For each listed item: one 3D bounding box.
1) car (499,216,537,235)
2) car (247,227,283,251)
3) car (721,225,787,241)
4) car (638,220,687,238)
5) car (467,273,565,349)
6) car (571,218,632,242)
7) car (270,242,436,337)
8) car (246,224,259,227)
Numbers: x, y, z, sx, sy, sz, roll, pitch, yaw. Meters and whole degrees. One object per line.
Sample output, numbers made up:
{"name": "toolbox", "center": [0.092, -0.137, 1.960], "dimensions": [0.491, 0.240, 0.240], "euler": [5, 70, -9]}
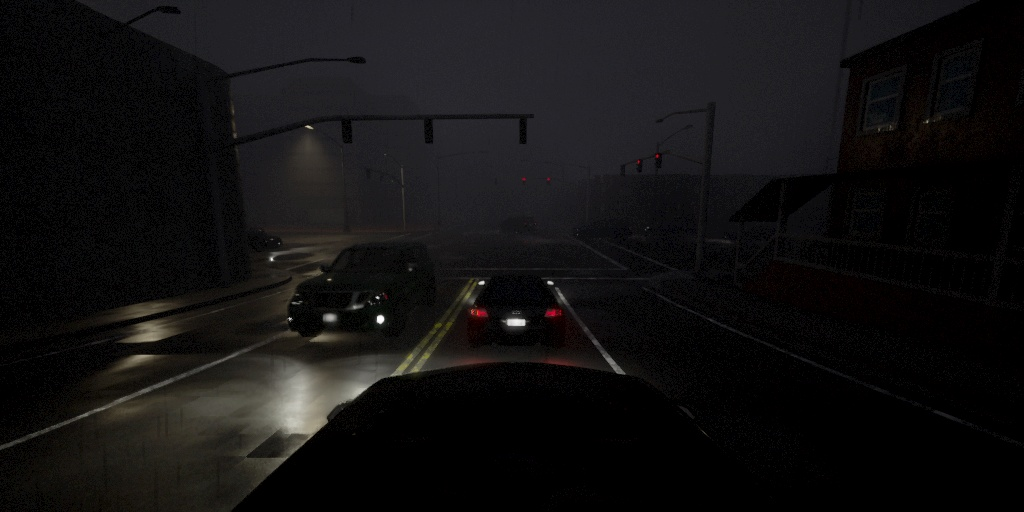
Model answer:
{"name": "car", "center": [0.592, -3.633, 41.576], "dimensions": [2.150, 2.045, 5.566], "euler": [-8, 11, -33]}
{"name": "car", "center": [-19.946, -1.185, 26.975], "dimensions": [4.892, 1.490, 1.837], "euler": [0, 8, 1]}
{"name": "car", "center": [22.834, -2.174, 33.819], "dimensions": [5.357, 1.411, 2.033], "euler": [0, 8, 1]}
{"name": "car", "center": [15.633, -2.880, 37.307], "dimensions": [4.553, 1.767, 2.097], "euler": [0, 8, 0]}
{"name": "car", "center": [0.098, 1.091, 8.682], "dimensions": [1.994, 1.385, 4.181], "euler": [0, 3, 0]}
{"name": "car", "center": [8.420, -2.478, 33.704], "dimensions": [5.566, 2.045, 2.150], "euler": [0, 8, -3]}
{"name": "car", "center": [-3.581, 0.683, 9.796], "dimensions": [2.150, 2.045, 5.566], "euler": [0, 4, 0]}
{"name": "car", "center": [-28.357, -2.690, 37.637], "dimensions": [4.181, 1.385, 1.994], "euler": [0, 8, 0]}
